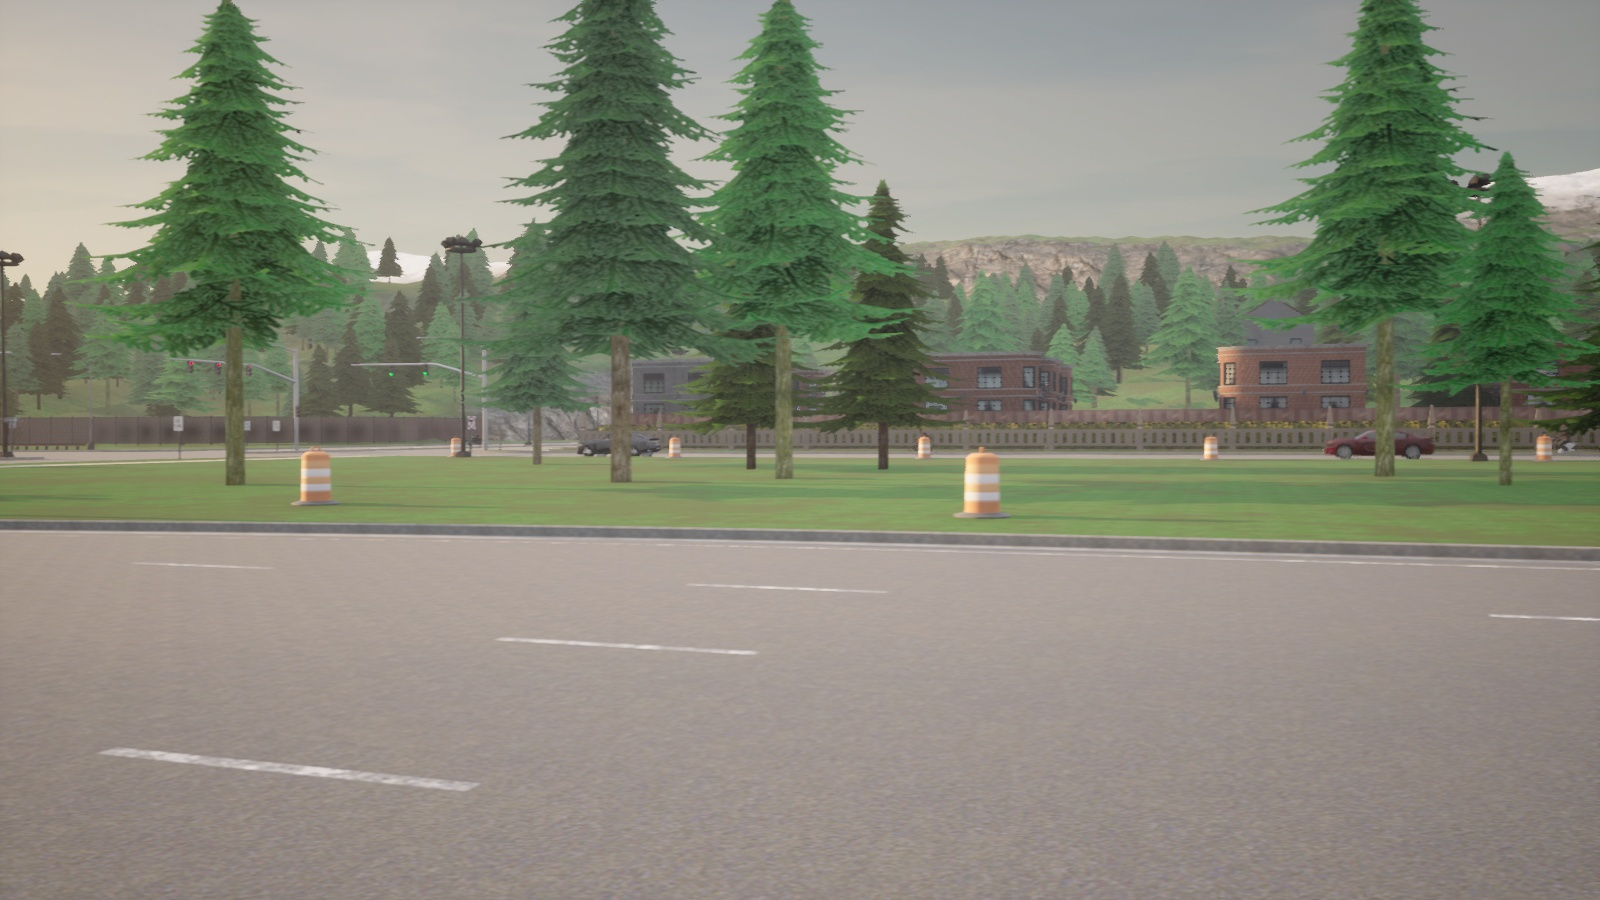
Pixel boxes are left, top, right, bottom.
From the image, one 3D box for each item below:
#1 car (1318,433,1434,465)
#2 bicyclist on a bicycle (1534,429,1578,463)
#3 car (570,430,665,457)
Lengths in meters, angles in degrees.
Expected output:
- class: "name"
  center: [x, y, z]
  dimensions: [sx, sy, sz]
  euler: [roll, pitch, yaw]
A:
- class: "car"
  center: [28.457, -0.085, 62.226]
  dimensions: [5.008, 1.535, 1.882]
  euler: [1, 1, 18]
- class: "bicyclist on a bicycle"
  center: [39.633, -0.209, 65.876]
  dimensions: [1.843, 1.776, 0.659]
  euler: [1, 1, 18]
- class: "car"
  center: [-10.379, -0.401, 71.486]
  dimensions: [4.902, 1.511, 2.128]
  euler: [1, 1, 18]
